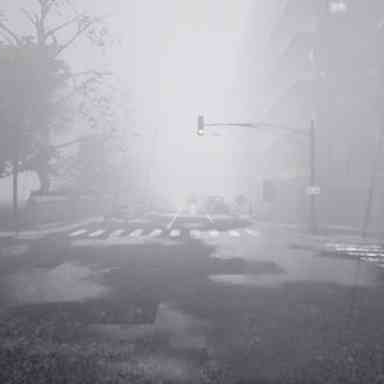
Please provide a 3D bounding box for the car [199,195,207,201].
[{"bbox_3d":[2.709,1.496,82.778,1.967,1.590,4.097,0,0,0],"label":"car"}]

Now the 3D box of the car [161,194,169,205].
[{"bbox_3d":[-5.676,1.463,60.260,1.967,1.590,4.097,0,0,0],"label":"car"}]

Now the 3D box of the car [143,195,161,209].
[{"bbox_3d":[-5.679,1.322,43.369,2.192,1.841,5.009,0,0,0],"label":"car"}]

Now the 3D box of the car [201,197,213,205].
[{"bbox_3d":[2.704,1.567,60.257,1.887,1.381,4.507,0,0,0],"label":"car"}]

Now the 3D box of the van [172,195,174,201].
[{"bbox_3d":[-5.673,1.387,77.150,1.690,1.788,3.998,0,0,0],"label":"van"}]

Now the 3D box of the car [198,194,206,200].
[{"bbox_3d":[2.711,1.395,94.038,2.192,1.841,5.009,0,0,0],"label":"car"}]

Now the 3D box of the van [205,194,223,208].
[{"bbox_3d":[2.701,1.344,37.737,1.690,1.788,3.998,0,0,0],"label":"van"}]

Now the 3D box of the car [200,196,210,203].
[{"bbox_3d":[2.706,1.588,71.518,2.008,1.369,4.403,0,0,0],"label":"car"}]

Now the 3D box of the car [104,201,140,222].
[{"bbox_3d":[-5.682,1.564,26.478,1.947,1.339,4.313,0,0,0],"label":"car"}]

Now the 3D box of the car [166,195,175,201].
[{"bbox_3d":[-5.671,1.618,88.409,2.008,1.369,4.403,0,0,0],"label":"car"}]

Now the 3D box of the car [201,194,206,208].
[{"bbox_3d":[2.703,1.451,48.998,1.967,1.590,4.097,0,0,0],"label":"car"}]

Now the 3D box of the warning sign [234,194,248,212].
[{"bbox_3d":[5.072,1.116,34.750,1.300,1.860,1.060,0,0,0],"label":"warning sign"}]

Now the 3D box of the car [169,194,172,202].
[{"bbox_3d":[-5.674,1.470,65.889,1.967,1.590,4.097,0,0,0],"label":"car"}]

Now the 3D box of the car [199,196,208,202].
[{"bbox_3d":[2.707,1.591,77.148,1.887,1.381,4.507,0,0,0],"label":"car"}]

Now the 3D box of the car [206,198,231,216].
[{"bbox_3d":[2.699,1.545,32.106,1.887,1.381,4.507,0,0,0],"label":"car"}]

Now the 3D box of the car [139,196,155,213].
[{"bbox_3d":[-5.680,1.528,37.569,1.752,1.417,4.829,0,0,0],"label":"car"}]

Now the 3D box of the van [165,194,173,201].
[{"bbox_3d":[-5.671,1.397,82.779,1.690,1.788,3.998,0,0,0],"label":"van"}]

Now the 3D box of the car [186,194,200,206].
[{"bbox_3d":[0.011,1.495,55.193,1.882,1.535,5.008,0,0,0],"label":"car"}]

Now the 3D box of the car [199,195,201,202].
[{"bbox_3d":[2.703,1.567,54.628,2.008,1.369,4.403,0,0,0],"label":"car"}]
